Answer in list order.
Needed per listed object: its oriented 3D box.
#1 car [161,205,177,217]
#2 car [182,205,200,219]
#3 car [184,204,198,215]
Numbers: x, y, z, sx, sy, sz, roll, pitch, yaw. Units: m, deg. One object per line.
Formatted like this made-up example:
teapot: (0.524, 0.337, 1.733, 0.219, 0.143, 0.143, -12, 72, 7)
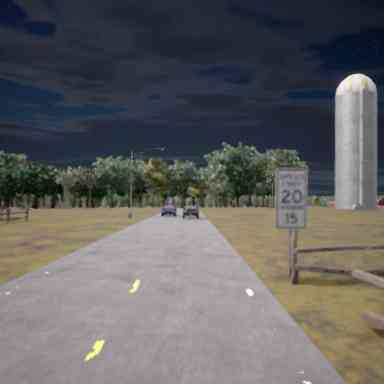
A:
car: (-2.887, 2.354, 42.660, 2.033, 1.411, 5.357, 1, -1, 0)
car: (-0.120, 2.239, 38.061, 1.837, 1.490, 4.892, 1, -1, 0)
car: (-0.154, 2.573, 49.068, 1.994, 1.385, 4.181, 1, -1, 0)
